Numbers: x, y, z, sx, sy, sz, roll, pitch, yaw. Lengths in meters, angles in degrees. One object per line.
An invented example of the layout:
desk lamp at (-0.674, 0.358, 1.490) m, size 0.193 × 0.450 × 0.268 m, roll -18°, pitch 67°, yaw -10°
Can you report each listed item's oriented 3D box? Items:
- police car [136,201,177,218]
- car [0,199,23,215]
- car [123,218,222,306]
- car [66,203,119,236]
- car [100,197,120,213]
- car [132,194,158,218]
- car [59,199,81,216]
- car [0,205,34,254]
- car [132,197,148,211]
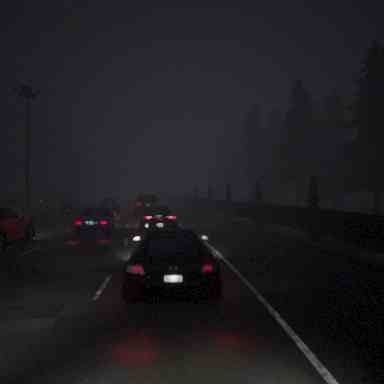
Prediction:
police car at (-2.050, 1.513, 19.421) m, size 2.038 × 1.542 × 4.974 m, roll 0°, pitch 0°, yaw -10°
car at (-19.502, 1.513, 34.612) m, size 2.128 × 1.511 × 4.902 m, roll 0°, pitch 0°, yaw -12°
car at (-0.506, 1.569, 8.142) m, size 1.994 × 1.385 × 4.181 m, roll 0°, pitch 0°, yaw -5°
car at (-5.375, 1.559, 18.686) m, size 2.033 × 1.411 × 5.357 m, roll 0°, pitch 0°, yaw -10°
car at (-8.946, 1.376, 36.363) m, size 2.097 × 1.767 × 4.553 m, roll 0°, pitch 0°, yaw -12°
car at (-4.285, 1.240, 31.059) m, size 2.150 × 2.045 × 5.566 m, roll 0°, pitch 0°, yaw -11°
car at (-11.786, 1.510, 32.812) m, size 2.128 × 1.511 × 4.902 m, roll 0°, pitch 0°, yaw -11°
car at (-8.138, 1.361, 13.558) m, size 2.097 × 1.767 × 4.553 m, roll 0°, pitch 0°, yaw -8°
car at (-6.801, 1.485, 43.270) m, size 1.801 × 1.575 × 5.366 m, roll 0°, pitch 0°, yaw -12°
